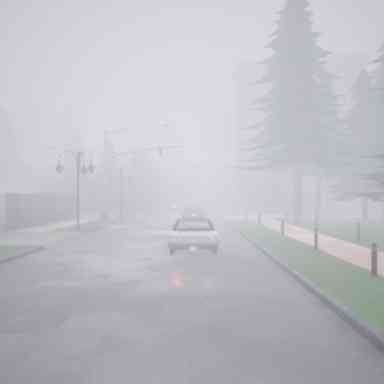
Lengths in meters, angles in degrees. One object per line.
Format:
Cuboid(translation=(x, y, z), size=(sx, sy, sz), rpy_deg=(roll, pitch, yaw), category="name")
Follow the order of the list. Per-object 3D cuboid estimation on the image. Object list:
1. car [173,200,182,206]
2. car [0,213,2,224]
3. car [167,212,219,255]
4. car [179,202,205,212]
Cuboid(translation=(-3.237, 2.310, 73.070), size=(1.895, 1.301, 4.718), rpy_deg=(0, -1, 1), category="car")
Cuboid(translation=(-12.762, 1.337, 17.603), size=(4.605, 1.855, 1.932), rpy_deg=(0, -1, 0), category="car")
Cuboid(translation=(0.061, 1.733, 14.018), size=(1.895, 1.301, 4.718), rpy_deg=(0, 0, 0), category="car")
Cuboid(translation=(0.156, 1.839, 29.193), size=(1.994, 1.385, 4.181), rpy_deg=(0, 0, 2), category="car")
